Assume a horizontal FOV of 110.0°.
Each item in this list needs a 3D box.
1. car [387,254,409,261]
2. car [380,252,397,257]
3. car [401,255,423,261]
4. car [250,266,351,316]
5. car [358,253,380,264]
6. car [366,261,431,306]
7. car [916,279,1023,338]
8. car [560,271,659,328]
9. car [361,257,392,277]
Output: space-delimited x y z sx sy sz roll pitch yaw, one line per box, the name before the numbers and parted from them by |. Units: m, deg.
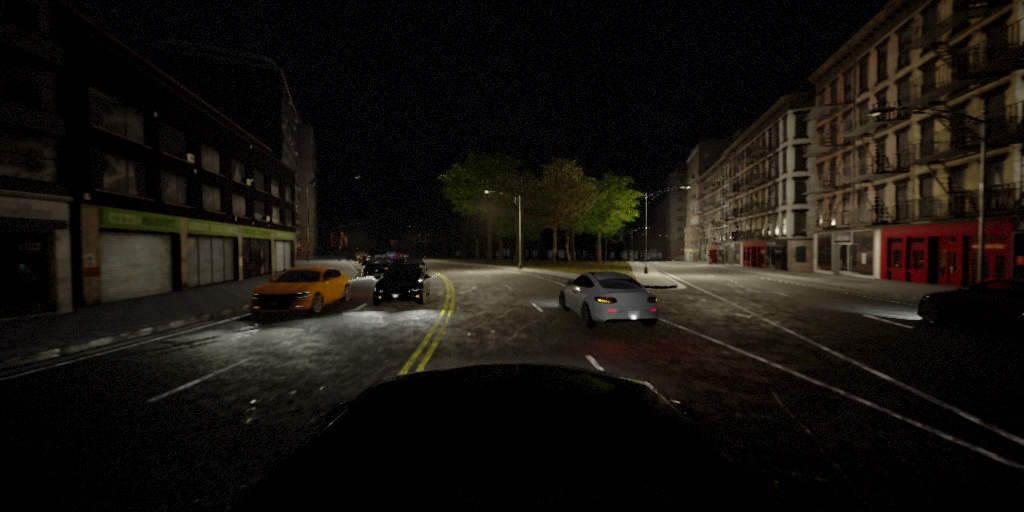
car | -15.199 0.793 48.042 1.994 1.385 4.181 -1 1 -25
car | -21.206 0.568 60.789 2.128 1.511 4.902 -1 1 -25
car | -8.897 0.922 33.046 1.812 1.442 4.674 -1 1 -19
car | -7.579 1.153 13.373 1.882 1.535 5.008 0 1 -8
car | -21.712 0.734 54.335 2.033 1.411 5.357 -1 1 -25
car | -4.507 1.140 15.165 1.837 1.490 4.892 0 1 -9
car | 12.016 1.222 8.343 1.994 1.385 4.181 0 1 17
car | 2.746 1.188 10.899 1.812 1.442 4.674 0 1 -4
car | -11.927 1.023 31.768 1.994 1.385 4.181 -1 1 -19
